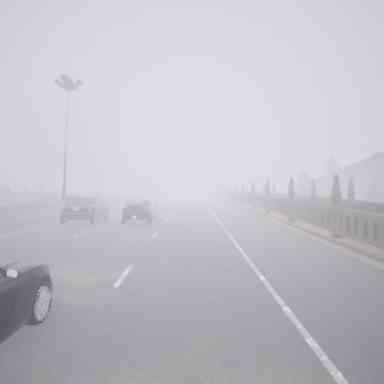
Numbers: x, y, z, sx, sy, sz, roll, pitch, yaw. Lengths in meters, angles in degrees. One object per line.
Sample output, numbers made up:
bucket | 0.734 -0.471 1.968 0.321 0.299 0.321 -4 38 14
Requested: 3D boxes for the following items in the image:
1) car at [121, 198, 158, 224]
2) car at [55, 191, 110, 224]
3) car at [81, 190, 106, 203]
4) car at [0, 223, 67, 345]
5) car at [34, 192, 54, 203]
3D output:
car | -3.398 1.189 22.027 1.837 1.490 4.892 0 1 0
car | -6.899 1.037 21.883 2.097 1.767 4.553 0 1 0
car | -14.064 0.628 47.794 2.097 1.767 4.553 0 1 0
car | -3.400 1.446 3.911 1.882 1.535 5.008 0 1 0
car | -21.059 0.763 48.091 2.128 1.511 4.902 0 1 0
